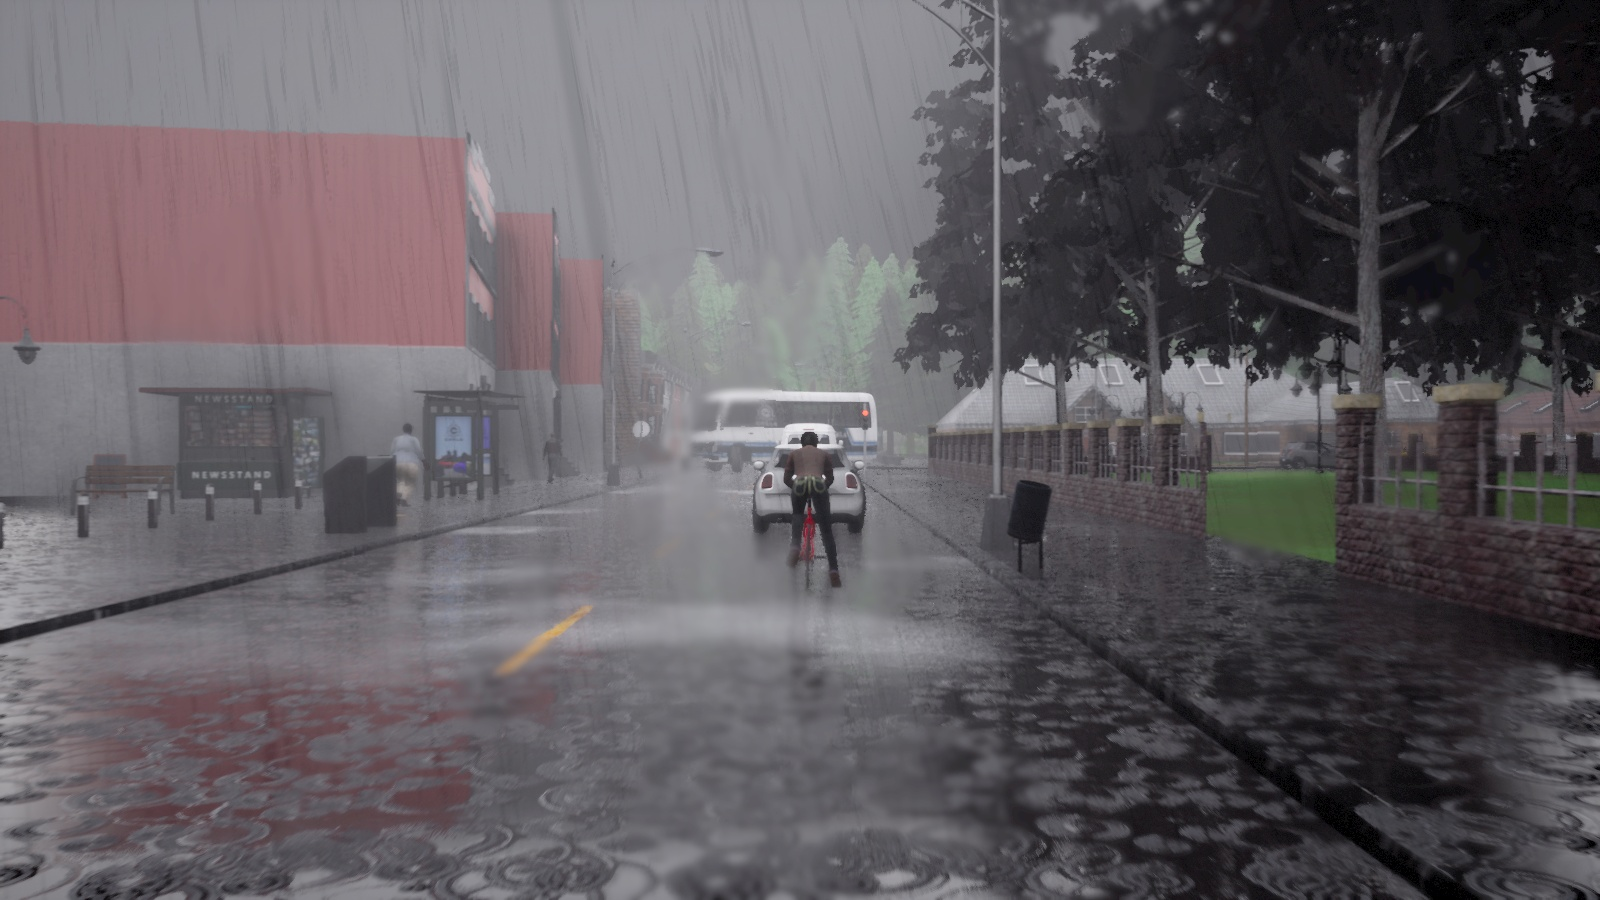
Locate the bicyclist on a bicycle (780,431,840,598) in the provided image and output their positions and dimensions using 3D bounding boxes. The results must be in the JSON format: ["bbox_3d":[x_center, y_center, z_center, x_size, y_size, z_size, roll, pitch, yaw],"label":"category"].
[{"bbox_3d":[0.099,0.626,13.052,0.582,1.620,1.656,0,0,0],"label":"bicyclist on a bicycle"}]

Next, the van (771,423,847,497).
[{"bbox_3d":[0.262,0.264,36.546,2.069,2.038,4.480,0,0,1],"label":"van"}]

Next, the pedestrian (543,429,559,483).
[{"bbox_3d":[-8.649,0.203,43.625,0.376,1.854,0.720,0,0,2],"label":"pedestrian"}]

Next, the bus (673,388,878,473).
[{"bbox_3d":[-1.228,-1.001,66.906,10.273,4.253,3.944,0,0,-29],"label":"bus"}]

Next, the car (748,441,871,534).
[{"bbox_3d":[0.161,0.588,21.927,1.970,1.475,3.806,0,0,0],"label":"car"}]

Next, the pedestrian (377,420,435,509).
[{"bbox_3d":[-8.285,0.296,26.432,0.874,1.855,0.900,0,0,9],"label":"pedestrian"}]

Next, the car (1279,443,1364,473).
[{"bbox_3d":[27.001,0.415,65.080,3.633,1.501,1.845,0,0,-1],"label":"car"}]
